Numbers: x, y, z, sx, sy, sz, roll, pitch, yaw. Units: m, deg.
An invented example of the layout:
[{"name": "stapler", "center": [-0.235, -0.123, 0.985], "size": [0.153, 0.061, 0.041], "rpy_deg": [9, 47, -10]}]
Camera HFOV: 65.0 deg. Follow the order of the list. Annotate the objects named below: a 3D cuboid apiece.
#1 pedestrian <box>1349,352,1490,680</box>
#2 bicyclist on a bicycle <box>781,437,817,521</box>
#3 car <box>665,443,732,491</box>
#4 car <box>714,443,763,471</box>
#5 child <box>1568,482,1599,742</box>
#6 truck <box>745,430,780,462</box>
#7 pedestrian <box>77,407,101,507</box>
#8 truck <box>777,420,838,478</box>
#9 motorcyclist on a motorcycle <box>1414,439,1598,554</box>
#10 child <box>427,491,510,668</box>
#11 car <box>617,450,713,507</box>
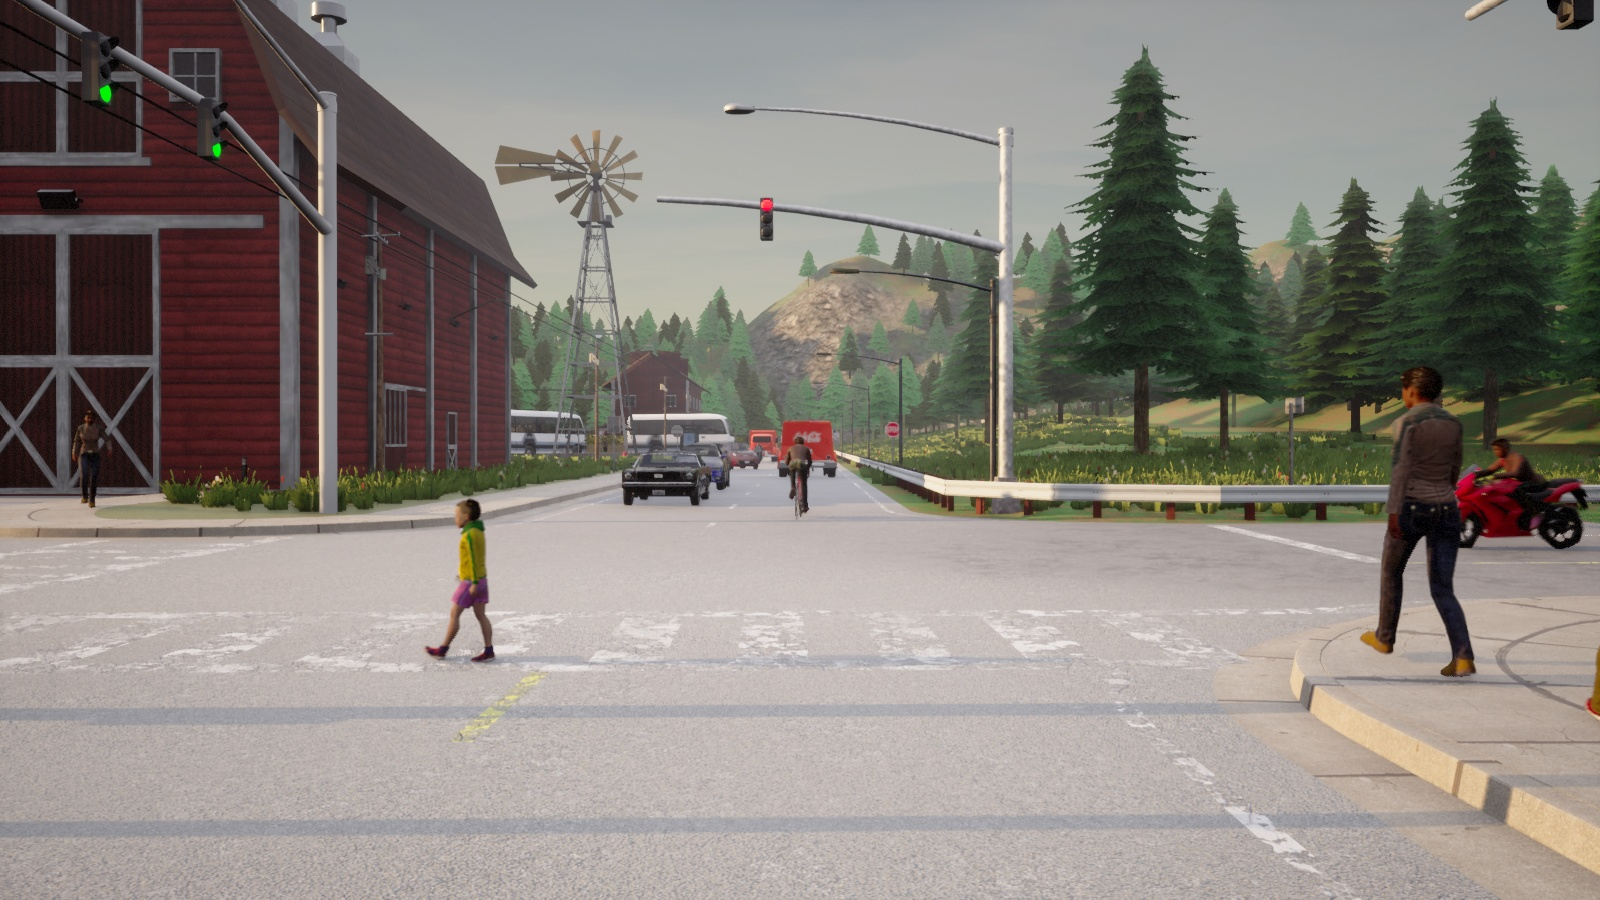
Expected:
[{"name": "pedestrian", "center": [3.615, 0.362, 7.377], "size": [0.328, 1.805, 0.869], "rpy_deg": [0, 0, -6]}, {"name": "bicyclist on a bicycle", "center": [-0.004, 0.557, 24.963], "size": [0.582, 1.620, 1.656], "rpy_deg": [0, 0, 4]}, {"name": "car", "center": [-3.259, 0.526, 40.981], "size": [1.816, 1.474, 4.193], "rpy_deg": [0, 1, 0]}, {"name": "car", "center": [-3.442, 0.363, 69.863], "size": [1.845, 1.501, 3.633], "rpy_deg": [0, 0, -18]}, {"name": "child", "center": [3.867, 0.752, 5.797], "size": [0.343, 1.192, 0.448], "rpy_deg": [0, 0, -5]}, {"name": "truck", "center": [-2.936, -0.295, 99.357], "size": [2.627, 2.467, 5.204], "rpy_deg": [0, 0, 0]}, {"name": "pedestrian", "center": [-13.152, 0.129, 23.227], "size": [0.328, 1.805, 0.869], "rpy_deg": [0, 0, -26]}, {"name": "truck", "center": [0.327, -0.058, 56.414], "size": [2.627, 2.467, 5.204], "rpy_deg": [0, 0, 0]}, {"name": "motorcyclist on a motorcycle", "center": [9.545, 0.613, 17.020], "size": [2.044, 1.523, 0.797], "rpy_deg": [0, 0, -1]}, {"name": "child", "center": [-2.237, 0.861, 8.488], "size": [0.473, 1.160, 0.299], "rpy_deg": [0, 0, 5]}, {"name": "car", "center": [-3.310, 0.665, 31.709], "size": [1.895, 1.301, 4.718], "rpy_deg": [0, 0, 0]}]
